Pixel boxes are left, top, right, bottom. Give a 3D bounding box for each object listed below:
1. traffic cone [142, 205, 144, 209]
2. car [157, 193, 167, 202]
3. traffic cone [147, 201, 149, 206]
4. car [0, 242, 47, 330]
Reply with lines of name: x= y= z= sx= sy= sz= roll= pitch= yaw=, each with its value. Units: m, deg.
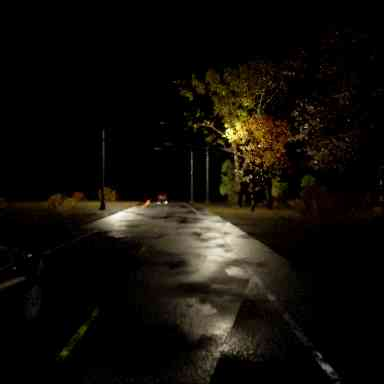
traffic cone: x=-6.295 y=1.962 z=39.947 sx=0.340 sy=0.580 sz=0.340 roll=0 pitch=0 yaw=-4
car: x=-6.916 y=1.150 z=77.021 sx=2.150 sy=2.045 sz=5.566 roll=0 pitch=0 yaw=-7
traffic cone: x=-7.037 y=1.948 z=49.873 sx=0.340 sy=0.580 sz=0.340 roll=0 pitch=0 yaw=-5
car: x=-3.653 y=1.496 z=4.413 sx=2.128 sy=1.511 sz=4.902 roll=0 pitch=0 yaw=-1
